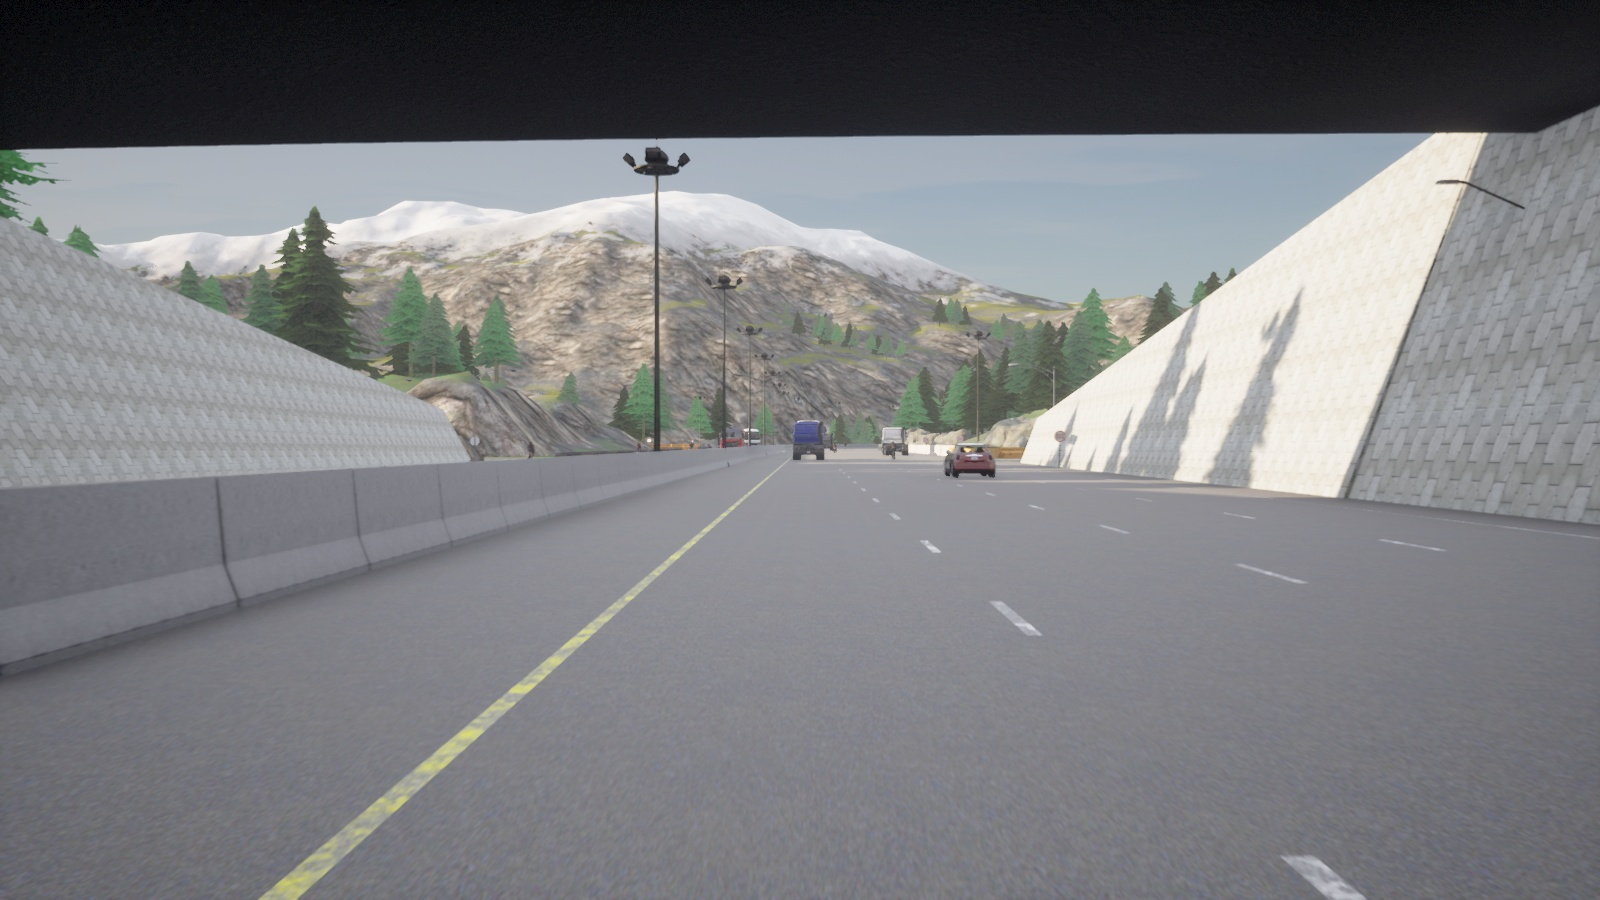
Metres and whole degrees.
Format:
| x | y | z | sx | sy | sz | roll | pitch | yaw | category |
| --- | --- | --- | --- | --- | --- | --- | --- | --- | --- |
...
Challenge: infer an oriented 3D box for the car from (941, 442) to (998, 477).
| x | y | z | sx | sy | sz | roll | pitch | yaw | category |
| --- | --- | --- | --- | --- | --- | --- | --- | --- | --- |
| 7.375 | 0.408 | 54.952 | 1.970 | 1.475 | 3.806 | 0 | 0 | 0 | car |
